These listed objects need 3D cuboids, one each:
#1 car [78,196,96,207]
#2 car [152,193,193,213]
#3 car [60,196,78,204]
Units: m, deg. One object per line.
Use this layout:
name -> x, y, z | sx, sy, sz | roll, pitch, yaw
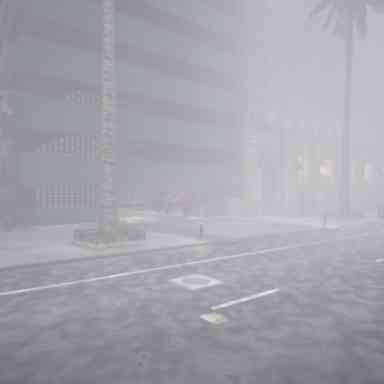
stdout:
car -> -13.622, 1.510, 48.442 | 4.718, 1.301, 1.895 | 0, 0, -39
car -> -1.455, 1.092, 34.483 | 5.566, 2.045, 2.435 | 0, 0, -39
car -> -20.517, 1.454, 57.781 | 4.786, 1.482, 2.161 | 0, 0, -39
